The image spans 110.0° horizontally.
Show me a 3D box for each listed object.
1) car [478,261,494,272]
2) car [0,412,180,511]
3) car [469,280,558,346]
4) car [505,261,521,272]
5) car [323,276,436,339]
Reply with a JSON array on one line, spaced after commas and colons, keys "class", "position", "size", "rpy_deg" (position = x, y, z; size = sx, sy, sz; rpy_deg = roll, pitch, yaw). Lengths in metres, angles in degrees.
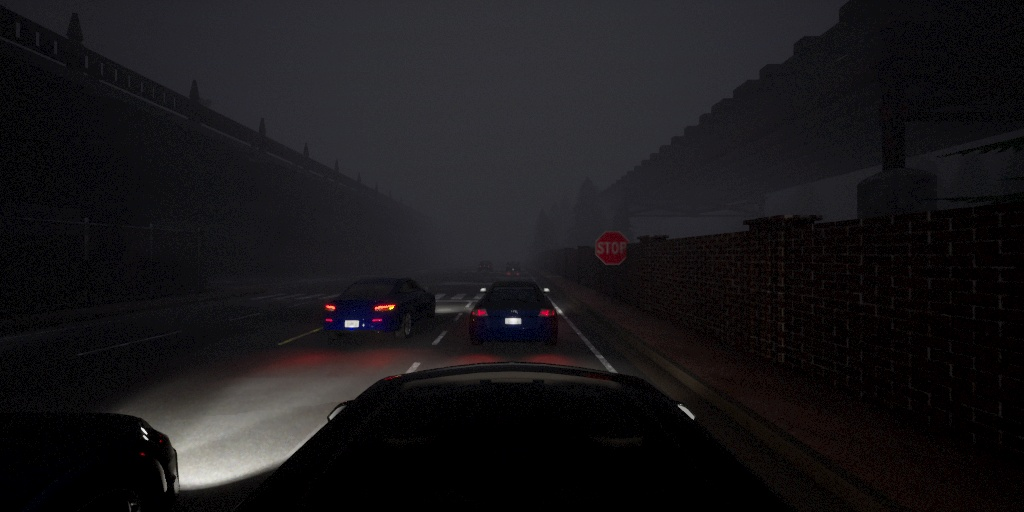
[{"class": "car", "position": [-3.386, 1.297, 46.018], "size": [2.033, 1.411, 5.357], "rpy_deg": [0, 0, -1]}, {"class": "car", "position": [-3.399, 1.314, 0.835], "size": [1.994, 1.385, 4.181], "rpy_deg": [0, 0, 0]}, {"class": "car", "position": [0.070, 1.314, 9.407], "size": [1.994, 1.385, 4.181], "rpy_deg": [0, 0, 1]}, {"class": "car", "position": [0.109, 1.351, 46.211], "size": [1.895, 1.301, 4.718], "rpy_deg": [0, 0, -1]}, {"class": "car", "position": [-3.411, 1.276, 9.930], "size": [1.812, 1.442, 4.674], "rpy_deg": [0, 0, 0]}]
